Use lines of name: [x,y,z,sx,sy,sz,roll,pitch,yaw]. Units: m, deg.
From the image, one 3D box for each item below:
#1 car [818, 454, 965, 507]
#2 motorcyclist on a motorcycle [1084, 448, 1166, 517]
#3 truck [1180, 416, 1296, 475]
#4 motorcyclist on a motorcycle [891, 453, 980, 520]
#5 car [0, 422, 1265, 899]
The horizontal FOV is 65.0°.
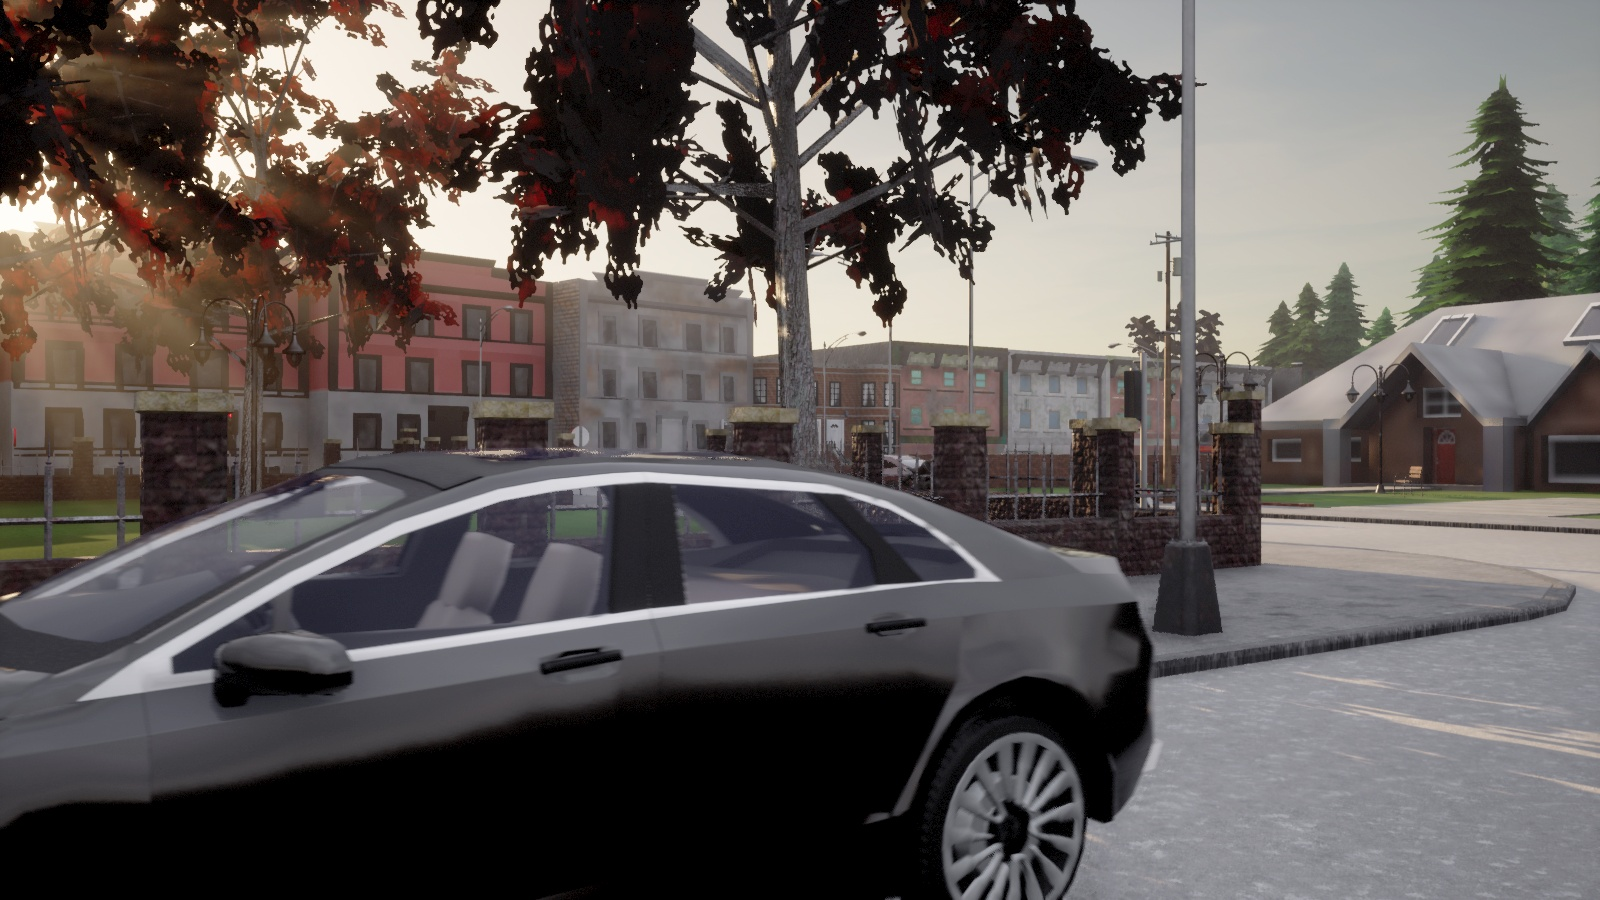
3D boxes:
car: [2.620,0.856,37.208,1.812,1.442,4.674,0,0,-35]
motorcyclist on a motorcycle: [7.769,0.755,30.121,0.866,1.590,1.817,0,0,-31]
truck: [29.527,-0.276,84.522,8.468,3.827,2.891,0,0,-35]
motorcyclist on a motorcycle: [3.200,0.846,29.869,0.866,1.530,2.191,0,0,-36]
car: [-1.027,0.712,3.633,4.902,1.511,2.128,0,0,-37]
